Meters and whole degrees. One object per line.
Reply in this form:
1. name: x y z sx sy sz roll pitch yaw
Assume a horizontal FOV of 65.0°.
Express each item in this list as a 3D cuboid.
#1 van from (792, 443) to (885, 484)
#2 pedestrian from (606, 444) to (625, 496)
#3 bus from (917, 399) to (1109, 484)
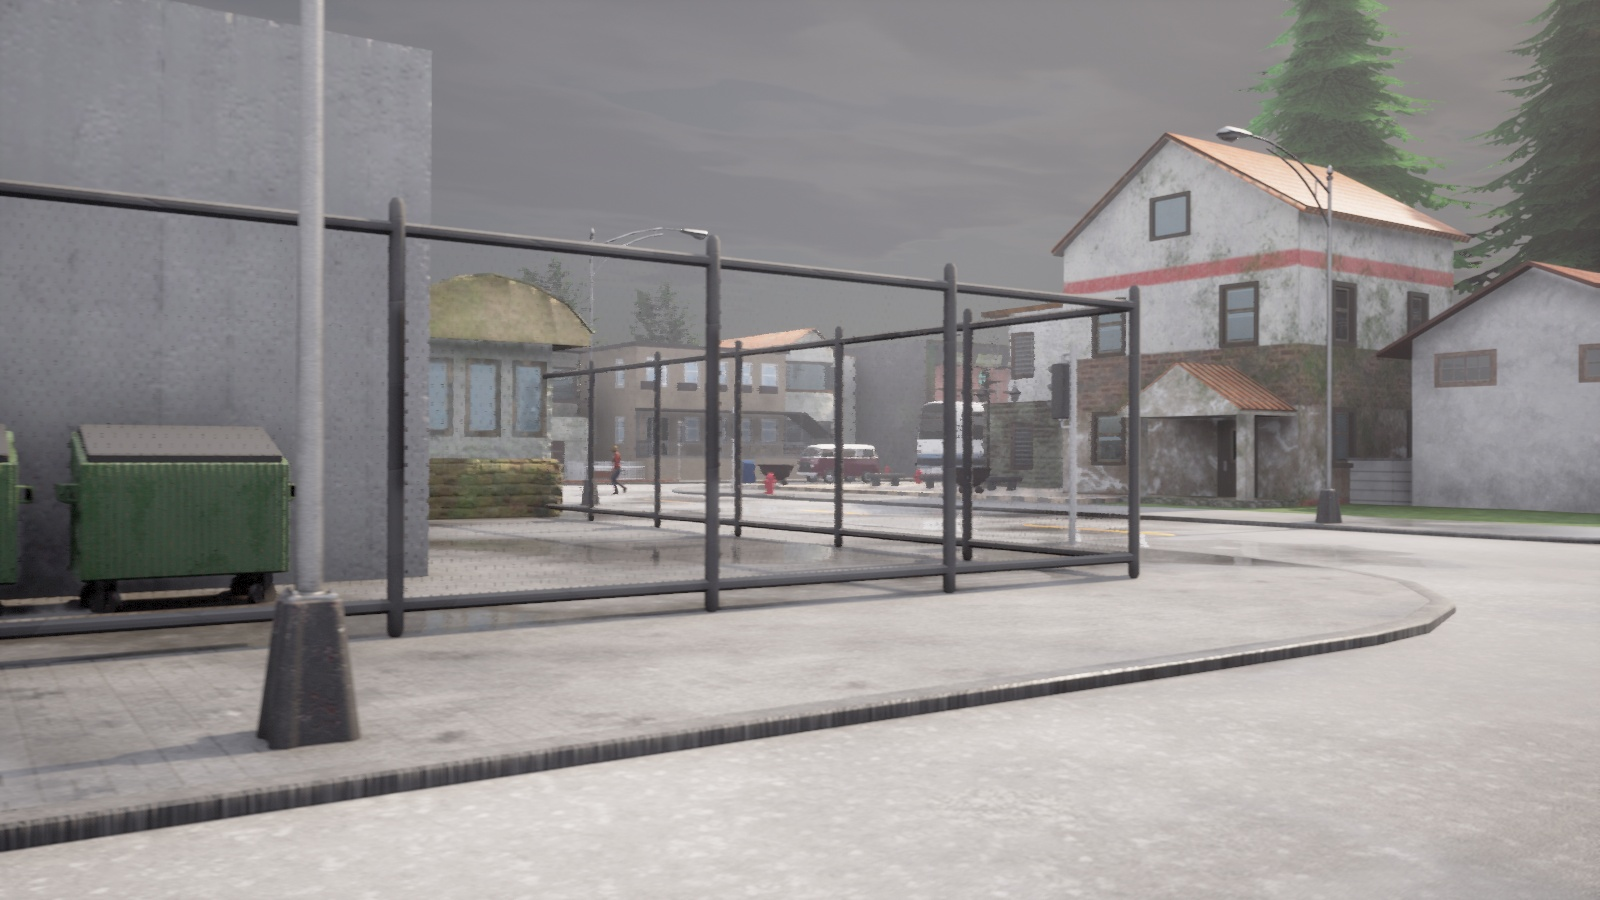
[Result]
1. van: 2.020 0.699 65.529 4.480 2.038 2.069 1 -1 -35
2. pedestrian: -6.573 0.694 44.738 0.636 1.846 0.331 0 0 -16
3. bus: 11.518 -0.405 67.193 10.273 4.253 3.944 0 0 -34
